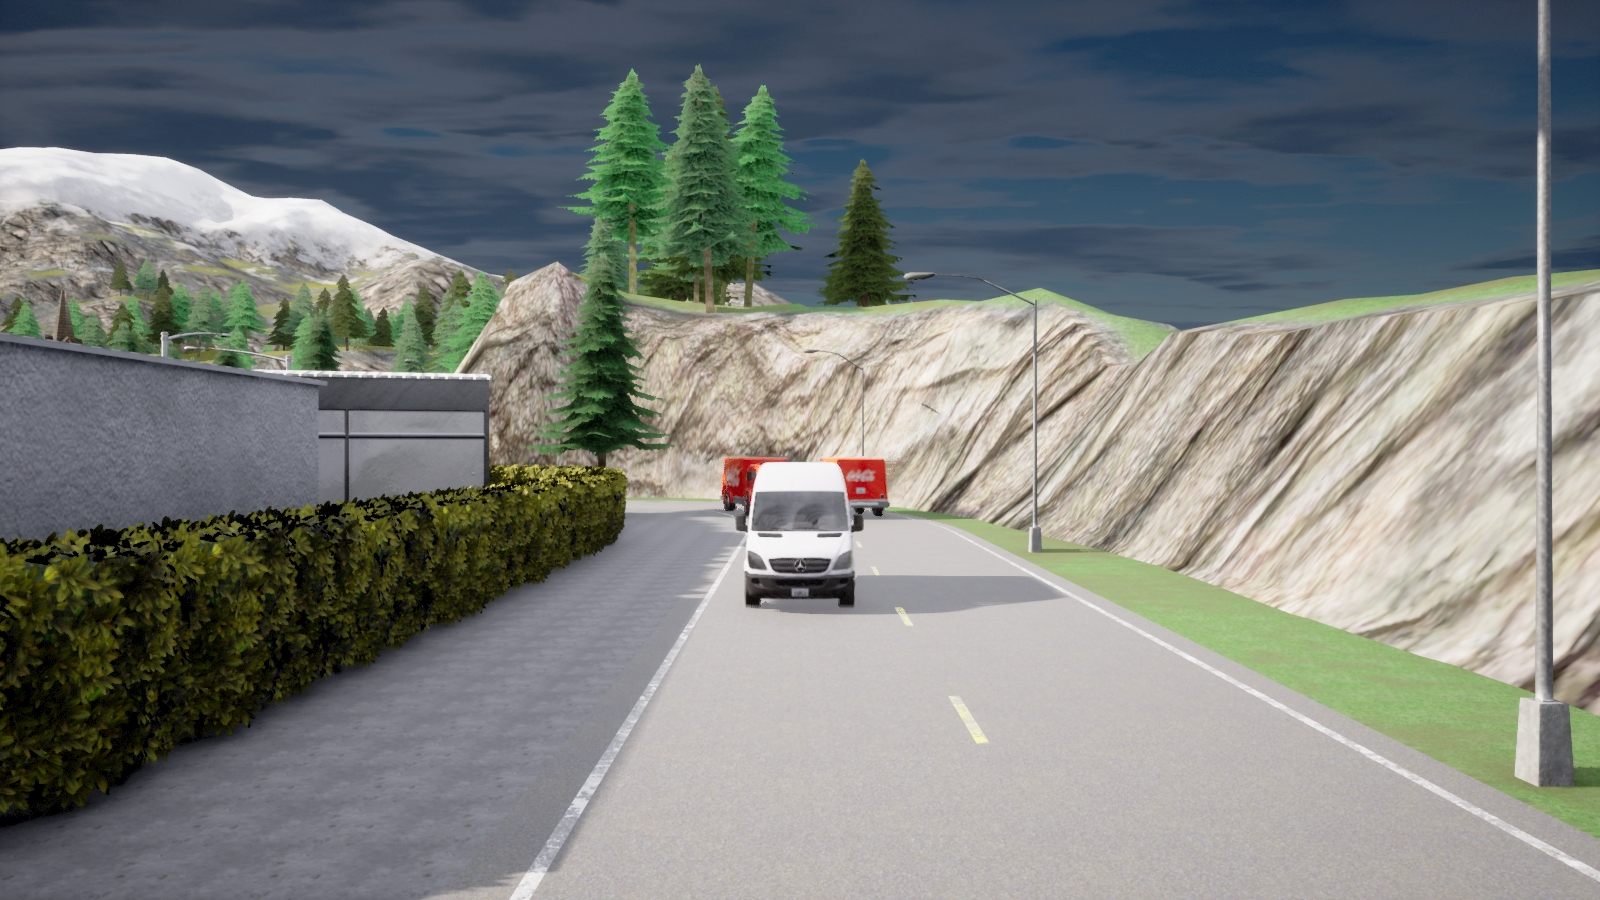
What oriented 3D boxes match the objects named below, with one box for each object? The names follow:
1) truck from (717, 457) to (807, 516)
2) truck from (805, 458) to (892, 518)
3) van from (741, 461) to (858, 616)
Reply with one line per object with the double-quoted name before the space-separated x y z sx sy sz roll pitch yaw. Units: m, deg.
"truck" -1.760 1.565 50.922 2.627 2.467 5.204 0 0 -18
"truck" 2.011 1.562 49.247 2.627 2.467 5.204 0 0 -11
"van" -0.013 1.531 22.258 1.988 2.561 5.915 0 0 0
